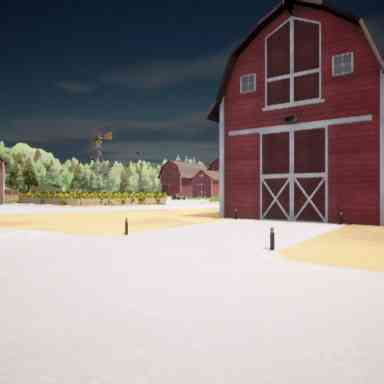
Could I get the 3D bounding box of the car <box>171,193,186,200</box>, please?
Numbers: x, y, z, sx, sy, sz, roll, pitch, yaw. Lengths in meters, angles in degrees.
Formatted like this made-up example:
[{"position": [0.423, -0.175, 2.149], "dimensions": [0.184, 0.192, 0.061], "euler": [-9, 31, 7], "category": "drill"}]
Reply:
[{"position": [-3.796, 1.414, 94.486], "dimensions": [1.932, 1.855, 4.605], "euler": [0, 0, 35], "category": "car"}]
